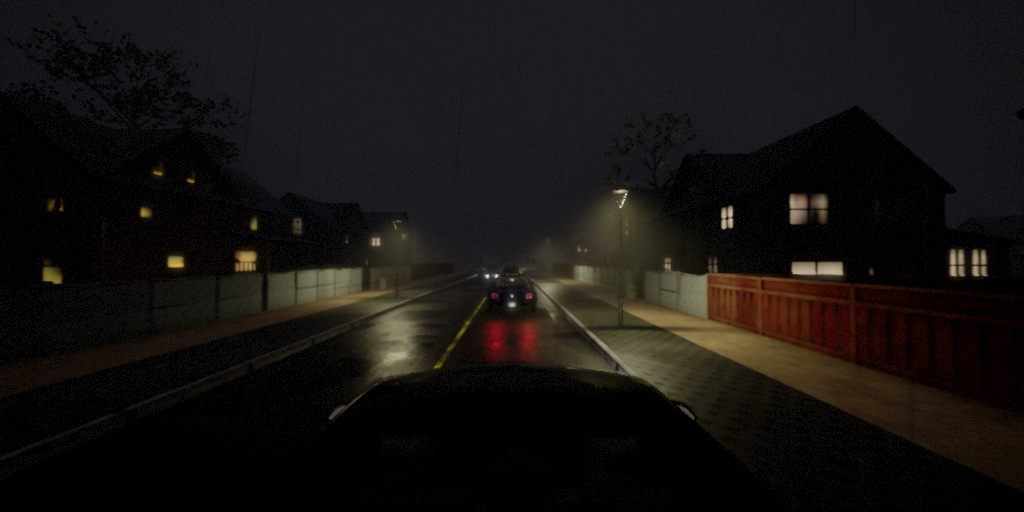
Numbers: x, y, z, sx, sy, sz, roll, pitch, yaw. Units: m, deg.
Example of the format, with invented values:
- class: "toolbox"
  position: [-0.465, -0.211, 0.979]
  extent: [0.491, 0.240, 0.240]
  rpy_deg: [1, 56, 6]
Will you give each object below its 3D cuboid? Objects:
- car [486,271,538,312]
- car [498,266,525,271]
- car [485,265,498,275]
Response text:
- class: "car"
  position: [0.020, 1.489, 15.090]
  extent: [1.895, 1.301, 4.718]
  rpy_deg: [0, -1, 0]
- class: "car"
  position: [0.027, 1.600, 30.345]
  extent: [1.837, 1.490, 4.892]
  rpy_deg: [0, 0, 0]
- class: "car"
  position: [-2.752, 1.956, 51.361]
  extent: [2.033, 1.411, 5.357]
  rpy_deg: [0, -1, 0]
